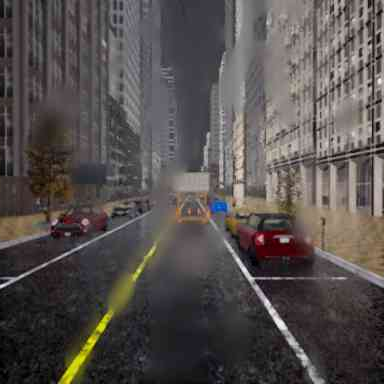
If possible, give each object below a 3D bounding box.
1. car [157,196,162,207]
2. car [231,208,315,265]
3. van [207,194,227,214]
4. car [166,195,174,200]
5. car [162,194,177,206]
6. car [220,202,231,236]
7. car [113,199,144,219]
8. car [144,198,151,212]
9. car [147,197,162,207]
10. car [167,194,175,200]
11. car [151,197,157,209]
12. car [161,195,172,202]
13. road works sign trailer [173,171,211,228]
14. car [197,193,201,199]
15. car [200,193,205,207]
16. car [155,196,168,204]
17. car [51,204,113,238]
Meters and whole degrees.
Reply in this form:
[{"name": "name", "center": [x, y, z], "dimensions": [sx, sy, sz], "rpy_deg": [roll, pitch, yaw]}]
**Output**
[{"name": "car", "center": [-5.701, 1.464, 45.663], "dimensions": [2.008, 1.369, 4.403], "rpy_deg": [-1, 0, 0]}, {"name": "car", "center": [2.681, 1.418, 11.561], "dimensions": [1.967, 1.590, 4.097], "rpy_deg": [-1, 0, 0]}, {"name": "van", "center": [2.679, 1.276, 34.295], "dimensions": [1.690, 1.788, 3.998], "rpy_deg": [-1, 0, 0]}, {"name": "car", "center": [-5.701, 1.418, 85.448], "dimensions": [1.802, 1.307, 4.206], "rpy_deg": [-1, 0, 0]}, {"name": "car", "center": [-3.080, 1.393, 51.388], "dimensions": [2.128, 1.511, 4.902], "rpy_deg": [0, 0, 0]}, {"name": "car", "center": [2.682, 1.492, 17.415], "dimensions": [1.752, 1.417, 4.829], "rpy_deg": [-1, 0, 0]}, {"name": "car", "center": [-5.699, 1.496, 28.612], "dimensions": [2.008, 1.369, 4.403], "rpy_deg": [-1, 0, 0]}, {"name": "car", "center": [-5.699, 1.501, 34.295], "dimensions": [1.947, 1.339, 4.313], "rpy_deg": [-1, 0, 0]}, {"name": "car", "center": [-5.700, 1.484, 51.346], "dimensions": [1.802, 1.307, 4.206], "rpy_deg": [-1, 0, 0]}, {"name": "car", "center": [-5.703, 1.265, 91.131], "dimensions": [1.967, 1.590, 4.097], "rpy_deg": [-1, 0, 0]}, {"name": "car", "center": [-5.700, 1.469, 39.979], "dimensions": [1.887, 1.381, 4.507], "rpy_deg": [-1, 0, 0]}, {"name": "car", "center": [-5.701, 1.409, 74.080], "dimensions": [2.008, 1.369, 4.403], "rpy_deg": [-1, 0, 0]}, {"name": "road works sign trailer", "center": [0.000, 0.423, 21.642], "dimensions": [2.380, 3.560, 2.880], "rpy_deg": [0, 0, 0]}, {"name": "car", "center": [2.680, 1.410, 74.081], "dimensions": [2.008, 1.369, 4.403], "rpy_deg": [-1, 0, 0]}, {"name": "car", "center": [2.678, 1.228, 45.663], "dimensions": [2.192, 1.841, 5.009], "rpy_deg": [-1, 0, 0]}, {"name": "car", "center": [-5.701, 1.432, 62.714], "dimensions": [2.008, 1.369, 4.403], "rpy_deg": [-1, 0, 0]}, {"name": "car", "center": [-5.700, 1.407, 17.245], "dimensions": [1.967, 1.590, 4.097], "rpy_deg": [-1, 0, 0]}]
